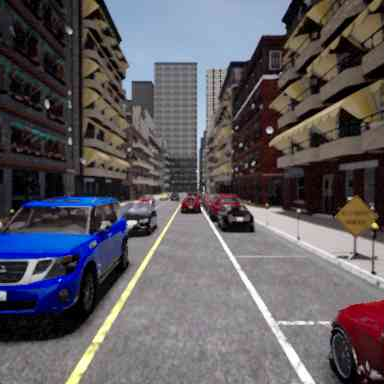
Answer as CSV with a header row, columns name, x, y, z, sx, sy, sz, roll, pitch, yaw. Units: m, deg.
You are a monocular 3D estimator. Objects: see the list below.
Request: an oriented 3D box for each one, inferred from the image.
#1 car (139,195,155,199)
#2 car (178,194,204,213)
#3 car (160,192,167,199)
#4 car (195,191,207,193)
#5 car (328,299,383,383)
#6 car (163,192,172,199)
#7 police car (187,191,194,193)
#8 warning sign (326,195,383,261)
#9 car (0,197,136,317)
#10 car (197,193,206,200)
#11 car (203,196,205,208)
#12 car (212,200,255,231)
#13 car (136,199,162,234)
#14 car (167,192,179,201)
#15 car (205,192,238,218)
name,x,y,z,sx,sy,sz,roll,pitch,yaw
car,-5.581,1.100,41.263,1.967,1.590,4.097,-1,0,0
car,-0.103,1.205,32.798,1.882,1.535,5.008,0,0,0
car,-5.754,0.952,68.838,1.752,1.417,4.829,-1,0,0
car,2.157,0.780,63.528,2.192,1.841,5.009,-1,0,0
car,2.551,1.558,2.495,1.802,1.307,4.206,-1,0,0
car,-5.826,0.771,80.105,1.967,1.590,4.097,-1,0,0
police car,0.261,0.665,90.065,1.930,1.638,5.238,0,0,0
warning sign,4.896,1.028,9.964,1.300,1.860,1.060,1,1,0
car,-2.895,1.159,7.656,2.150,2.045,5.566,0,0,0
car,2.089,0.895,74.797,1.752,1.417,4.829,-1,0,0
car,2.371,1.297,30.238,2.008,1.369,4.403,-1,0,0
car,2.441,1.404,19.141,1.947,1.339,4.313,-1,0,0
car,-2.947,1.343,18.050,2.128,1.511,4.902,0,0,0
car,-3.166,0.978,62.818,1.837,1.490,4.892,0,1,0
car,2.402,1.107,24.687,2.192,1.841,5.009,-1,0,0
